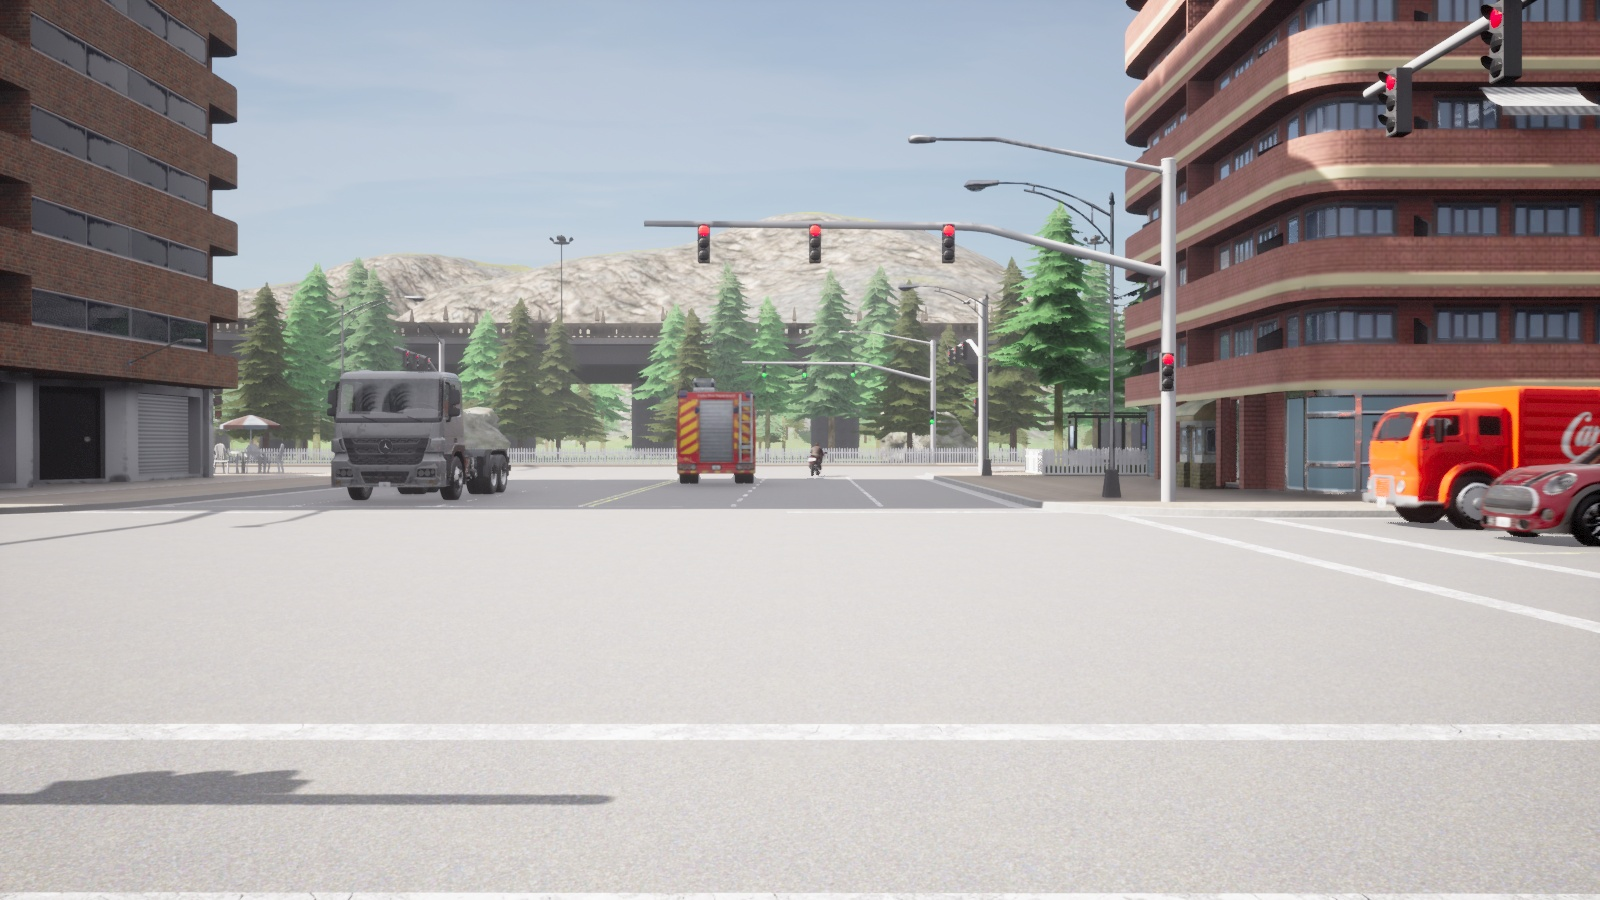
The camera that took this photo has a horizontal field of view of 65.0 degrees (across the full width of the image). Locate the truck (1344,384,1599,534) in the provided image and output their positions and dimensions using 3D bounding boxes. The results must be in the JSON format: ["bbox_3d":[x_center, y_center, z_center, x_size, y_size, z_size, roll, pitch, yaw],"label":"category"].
[{"bbox_3d":[12.813,0.154,22.220,5.204,2.467,2.627,1,0,0],"label":"truck"}]

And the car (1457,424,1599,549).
[{"bbox_3d":[12.619,0.509,18.723,4.553,1.767,2.097,0,0,0],"label":"car"}]

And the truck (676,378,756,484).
[{"bbox_3d":[-3.247,-0.700,49.501,2.891,3.827,8.468,0,0,-3],"label":"truck"}]

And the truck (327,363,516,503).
[{"bbox_3d":[-10.310,-0.442,35.209,2.891,3.462,7.936,0,0,0],"label":"truck"}]

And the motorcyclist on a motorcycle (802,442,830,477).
[{"bbox_3d":[0.739,0.411,56.056,0.797,1.523,2.044,2,1,12],"label":"motorcyclist on a motorcycle"}]
